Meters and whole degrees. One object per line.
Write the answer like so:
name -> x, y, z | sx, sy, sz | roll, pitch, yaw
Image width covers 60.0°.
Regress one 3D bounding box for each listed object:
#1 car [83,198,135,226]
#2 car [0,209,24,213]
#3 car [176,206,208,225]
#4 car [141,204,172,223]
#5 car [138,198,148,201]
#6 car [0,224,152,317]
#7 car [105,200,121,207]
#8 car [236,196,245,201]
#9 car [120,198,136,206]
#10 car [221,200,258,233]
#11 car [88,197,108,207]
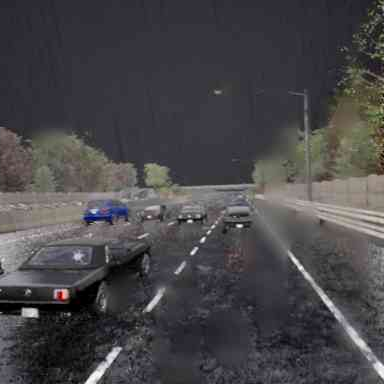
car -> -6.680, 1.564, 26.724 | 2.150, 2.045, 5.566 | -2, 0, 8
car -> -16.846, 2.277, 30.964 | 1.994, 1.385, 4.181 | -2, 0, 8
car -> 0.156, 1.699, 24.996 | 1.895, 1.301, 4.718 | -2, 0, 8
car -> -2.955, 1.745, 27.941 | 1.812, 1.442, 4.674 | -2, 0, 8
car -> -10.626, 2.177, 72.907 | 1.882, 1.535, 5.008 | -2, 0, 8
car -> -2.371, 1.714, 7.719 | 1.895, 1.301, 4.718 | -2, 0, 8
car -> -17.546, 2.496, 73.918 | 1.994, 1.385, 4.181 | -2, 0, 8
car -> 10.693, 1.525, 73.637 | 1.812, 1.442, 4.674 | -2, 0, 8
car -> -14.087, 2.177, 73.443 | 2.097, 1.767, 4.553 | -2, 0, 8
car -> 2.787, 1.489, 19.550 | 1.837, 1.490, 4.892 | -2, 0, 8
car -> -21.023, 2.291, 74.396 | 2.150, 2.045, 5.566 | -2, 0, 8
